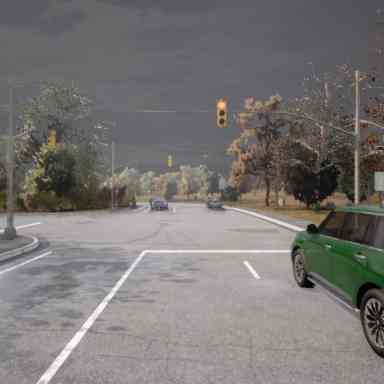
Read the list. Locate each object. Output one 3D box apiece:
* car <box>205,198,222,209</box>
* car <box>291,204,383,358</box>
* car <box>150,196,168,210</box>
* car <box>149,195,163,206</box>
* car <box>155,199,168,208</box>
[{"bbox_3d":[2.939,1.581,45.291,2.128,1.511,4.902,0,-1,-4],"label":"car"},{"bbox_3d":[3.581,1.222,6.105,2.150,2.045,5.566,0,0,0],"label":"car"},{"bbox_3d":[-4.167,1.423,43.060,2.097,1.767,4.553,0,-1,-3],"label":"car"},{"bbox_3d":[-7.476,1.779,68.777,2.150,2.045,5.566,0,-2,-13],"label":"car"},{"bbox_3d":[-5.055,1.780,54.137,2.033,1.411,5.357,0,-1,-6],"label":"car"}]
